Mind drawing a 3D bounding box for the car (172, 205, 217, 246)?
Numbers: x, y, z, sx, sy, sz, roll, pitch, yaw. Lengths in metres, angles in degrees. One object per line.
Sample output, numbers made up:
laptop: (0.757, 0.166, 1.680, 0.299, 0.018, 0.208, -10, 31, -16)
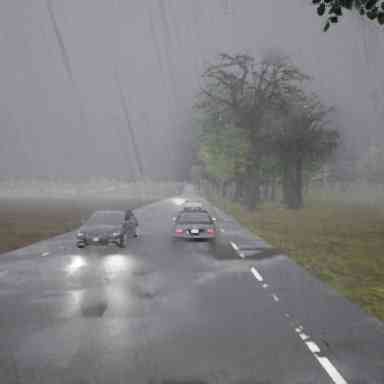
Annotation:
car: (0.098, 1.517, 15.061, 2.033, 1.411, 5.357, 0, 0, 0)

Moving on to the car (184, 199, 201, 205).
car: (0.097, 1.461, 38.124, 1.895, 1.301, 4.718, 0, 0, 0)

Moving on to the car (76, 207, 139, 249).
car: (-3.501, 1.476, 14.522, 1.837, 1.490, 4.892, 0, 0, 0)
